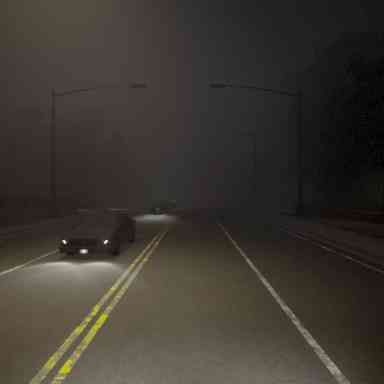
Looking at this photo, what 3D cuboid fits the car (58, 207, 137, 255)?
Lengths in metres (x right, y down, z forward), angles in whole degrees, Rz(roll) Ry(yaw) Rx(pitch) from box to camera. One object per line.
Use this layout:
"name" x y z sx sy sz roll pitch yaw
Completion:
"car" -3.501 1.548 13.500 2.033 1.411 5.357 0 0 1

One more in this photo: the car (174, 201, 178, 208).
"car" -3.240 2.202 54.031 2.033 1.411 5.357 0 -8 0

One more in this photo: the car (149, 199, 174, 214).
"car" -3.372 1.521 35.452 2.128 1.511 4.902 0 -1 0

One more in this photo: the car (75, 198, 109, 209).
"car" -13.588 1.547 43.375 5.357 1.411 2.033 0 0 -1
